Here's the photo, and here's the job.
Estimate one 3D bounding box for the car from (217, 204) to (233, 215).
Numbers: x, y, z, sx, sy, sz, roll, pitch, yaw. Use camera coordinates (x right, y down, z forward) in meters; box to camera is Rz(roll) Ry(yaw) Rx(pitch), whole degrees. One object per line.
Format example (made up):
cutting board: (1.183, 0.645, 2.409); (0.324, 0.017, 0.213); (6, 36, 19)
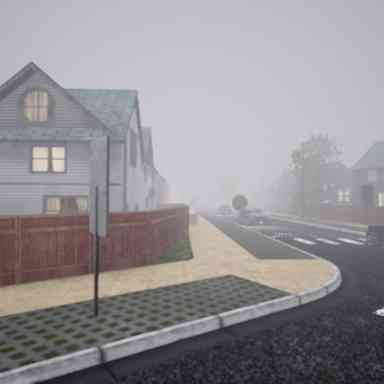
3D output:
car: (4.777, 2.574, 48.735); (1.837, 1.490, 4.892); (1, -2, -2)

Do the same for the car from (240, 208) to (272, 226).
car: (5.400, 2.100, 29.021); (2.033, 1.411, 5.357); (1, -1, -2)

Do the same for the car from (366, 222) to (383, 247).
car: (8.950, 1.657, 13.356); (2.128, 1.511, 4.902); (0, -1, -1)
